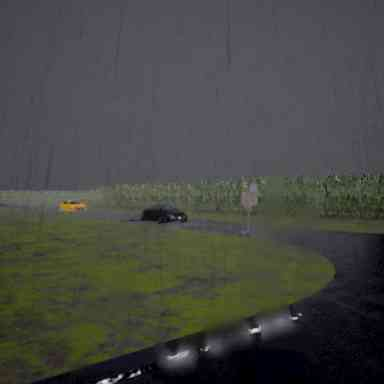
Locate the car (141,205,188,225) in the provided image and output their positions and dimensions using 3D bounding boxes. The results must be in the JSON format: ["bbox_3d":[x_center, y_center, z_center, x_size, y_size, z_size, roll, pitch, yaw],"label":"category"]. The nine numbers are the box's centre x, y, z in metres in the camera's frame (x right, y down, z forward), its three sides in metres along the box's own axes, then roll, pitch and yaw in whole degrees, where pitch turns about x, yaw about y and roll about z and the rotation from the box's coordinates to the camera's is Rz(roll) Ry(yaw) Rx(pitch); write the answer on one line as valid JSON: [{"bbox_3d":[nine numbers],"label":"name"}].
[{"bbox_3d":[-2.185,1.691,25.488,1.994,1.385,4.181,0,-1,-40],"label":"car"}]

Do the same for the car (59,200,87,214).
[{"bbox_3d":[-14.300,1.744,39.831,1.882,1.535,5.008,0,-1,-40],"label":"car"}]
